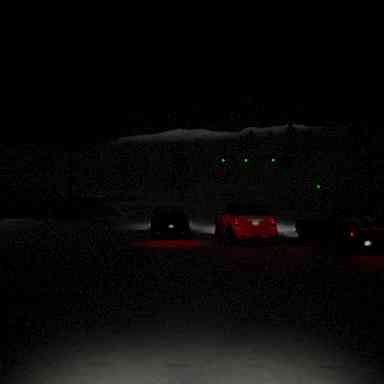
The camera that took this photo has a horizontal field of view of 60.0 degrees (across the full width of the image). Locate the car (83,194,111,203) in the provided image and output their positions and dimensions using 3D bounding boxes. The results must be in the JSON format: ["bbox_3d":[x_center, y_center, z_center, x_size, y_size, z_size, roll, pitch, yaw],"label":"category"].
[{"bbox_3d":[-19.094,1.552,66.867,4.718,1.301,1.895,0,0,38],"label":"car"}]

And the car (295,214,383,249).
[{"bbox_3d":[6.198,1.577,14.384,1.895,1.301,4.718,0,0,-6],"label":"car"}]

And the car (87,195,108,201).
[{"bbox_3d":[-23.176,1.463,81.447,4.718,1.301,1.895,0,0,24],"label":"car"}]

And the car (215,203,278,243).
[{"bbox_3d":[2.447,1.332,16.171,2.097,1.767,4.553,0,0,-7],"label":"car"}]

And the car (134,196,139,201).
[{"bbox_3d":[-14.402,1.536,76.427,4.718,1.301,1.895,0,0,34],"label":"car"}]

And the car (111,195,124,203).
[{"bbox_3d":[-17.373,1.429,69.946,5.008,1.535,1.882,0,0,34],"label":"car"}]

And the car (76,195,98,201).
[{"bbox_3d":[-24.635,1.381,78.266,4.892,1.490,1.837,0,0,24],"label":"car"}]

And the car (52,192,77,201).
[{"bbox_3d":[-27.960,1.265,72.084,4.553,1.767,2.097,0,0,20],"label":"car"}]

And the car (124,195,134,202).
[{"bbox_3d":[-15.726,1.471,73.061,4.902,1.511,2.128,0,0,34],"label":"car"}]

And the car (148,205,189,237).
[{"bbox_3d":[-1.310,1.460,18.051,1.882,1.535,5.008,0,0,-8],"label":"car"}]

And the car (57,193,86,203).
[{"bbox_3d":[-23.693,1.505,65.829,5.357,1.411,2.033,0,0,31],"label":"car"}]
